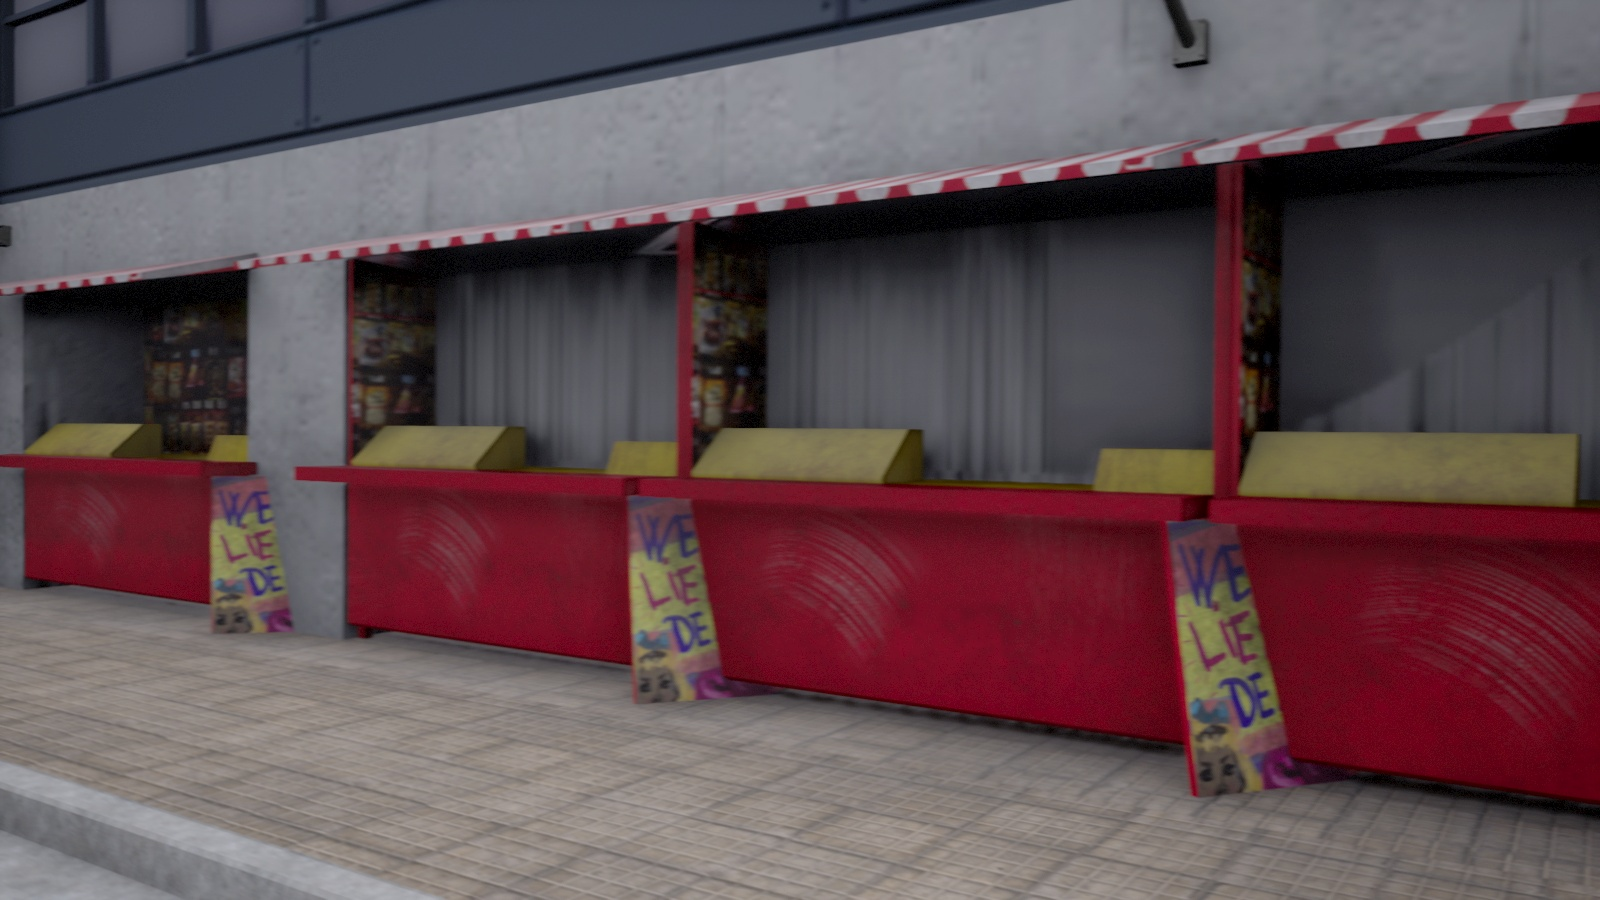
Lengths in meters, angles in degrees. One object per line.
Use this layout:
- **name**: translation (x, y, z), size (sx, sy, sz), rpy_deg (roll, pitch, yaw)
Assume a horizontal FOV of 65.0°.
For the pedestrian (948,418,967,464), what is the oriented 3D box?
- **pedestrian**: translation (6.656, -0.394, 53.167), size (0.692, 1.930, 0.395), rpy_deg (0, 1, 32)
